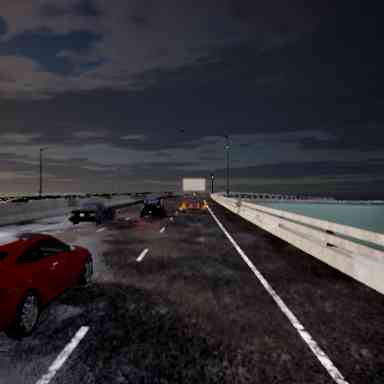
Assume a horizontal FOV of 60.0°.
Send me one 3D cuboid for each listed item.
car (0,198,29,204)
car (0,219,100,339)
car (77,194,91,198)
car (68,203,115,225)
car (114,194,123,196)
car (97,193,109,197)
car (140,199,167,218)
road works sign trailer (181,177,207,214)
[{"bbox_3d":[-17.385,1.370,32.627,1.812,1.442,4.674,0,0,1],"label":"car"},{"bbox_3d":[-3.386,1.495,6.399,1.812,1.442,4.674,0,0,0],"label":"car"},{"bbox_3d":[-23.534,1.195,72.520,1.994,1.385,4.181,0,0,1],"label":"car"},{"bbox_3d":[-6.794,1.437,23.077,2.033,1.411,5.357,0,0,0],"label":"car"},{"bbox_3d":[-16.467,1.111,74.955,2.033,1.411,5.357,0,0,2],"label":"car"},{"bbox_3d":[-19.966,1.072,75.053,1.837,1.490,4.892,0,0,2],"label":"car"},{"bbox_3d":[-3.239,1.354,28.516,2.128,1.511,4.902,0,0,1],"label":"car"},{"bbox_3d":[0.208,0.302,33.374,2.380,3.560,2.880,0,0,1],"label":"road works sign trailer"}]
